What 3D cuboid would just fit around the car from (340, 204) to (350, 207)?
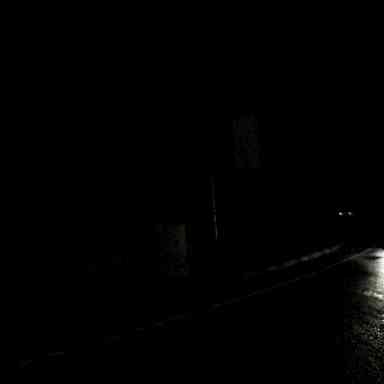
[{"bbox_3d":[24.290,2.159,53.623,2.033,1.411,5.357,-3,-2,18],"label":"car"}]
